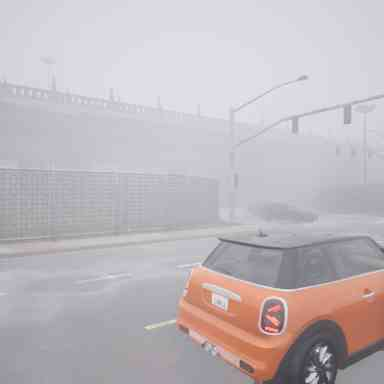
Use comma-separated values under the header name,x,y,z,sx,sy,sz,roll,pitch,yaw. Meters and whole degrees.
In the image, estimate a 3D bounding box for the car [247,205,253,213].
name,x,y,z,sx,sy,sz,roll,pitch,yaw
car,7.605,1.603,31.445,2.033,1.411,5.357,0,0,-36

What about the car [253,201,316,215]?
name,x,y,z,sx,sy,sz,roll,pitch,yaw
car,7.367,1.554,25.754,1.837,1.490,4.892,0,0,-36

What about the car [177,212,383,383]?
name,x,y,z,sx,sy,sz,roll,pitch,yaw
car,2.081,1.352,5.272,4.553,1.767,2.097,0,0,-35
